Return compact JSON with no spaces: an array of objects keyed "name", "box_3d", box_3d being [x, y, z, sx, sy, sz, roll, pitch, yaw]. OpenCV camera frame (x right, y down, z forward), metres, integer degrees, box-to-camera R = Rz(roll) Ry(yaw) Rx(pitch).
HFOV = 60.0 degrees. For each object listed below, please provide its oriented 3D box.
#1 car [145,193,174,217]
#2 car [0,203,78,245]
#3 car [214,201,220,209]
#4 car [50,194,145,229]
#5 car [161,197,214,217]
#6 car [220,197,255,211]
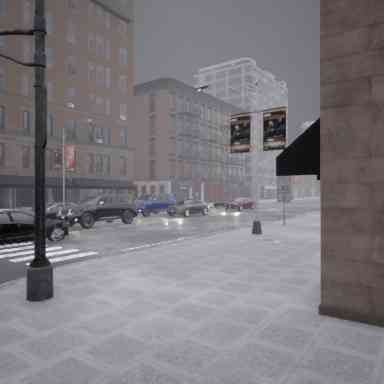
[{"name":"car","box_3d":[-3.702,1.131,30.750,2.150,2.045,5.566,0,0,35]},{"name":"car","box_3d":[-7.554,1.441,13.724,1.882,1.535,5.008,0,0,35]},{"name":"car","box_3d":[4.567,1.449,42.393,1.895,1.301,4.718,0,0,36]},{"name":"car","box_3d":[-6.014,1.161,21.868,2.150,2.045,5.566,0,0,35]},{"name":"car","box_3d":[-0.280,1.402,29.962,1.837,1.490,4.892,0,0,35]},{"name":"car","box_3d":[5.565,1.332,38.191,1.882,1.535,5.008,0,0,35]}]
